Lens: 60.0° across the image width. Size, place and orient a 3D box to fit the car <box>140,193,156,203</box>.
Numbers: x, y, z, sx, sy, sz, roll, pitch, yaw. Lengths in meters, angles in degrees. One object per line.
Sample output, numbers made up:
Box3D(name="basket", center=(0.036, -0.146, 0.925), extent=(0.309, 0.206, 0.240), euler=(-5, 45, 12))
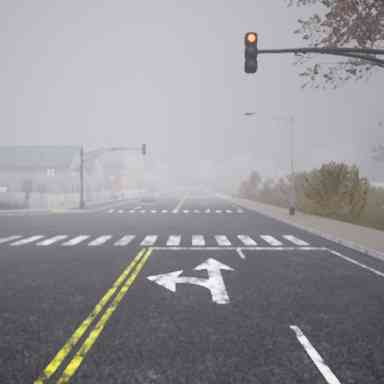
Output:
Box3D(name="car", center=(-6.393, 0.850, 48.868), extent=(1.812, 1.442, 4.674), euler=(0, 2, 0))

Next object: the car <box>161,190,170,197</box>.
Box3D(name="car", center=(-6.333, 0.342, 79.034), extent=(2.033, 1.411, 5.357), euler=(0, 1, 0))
